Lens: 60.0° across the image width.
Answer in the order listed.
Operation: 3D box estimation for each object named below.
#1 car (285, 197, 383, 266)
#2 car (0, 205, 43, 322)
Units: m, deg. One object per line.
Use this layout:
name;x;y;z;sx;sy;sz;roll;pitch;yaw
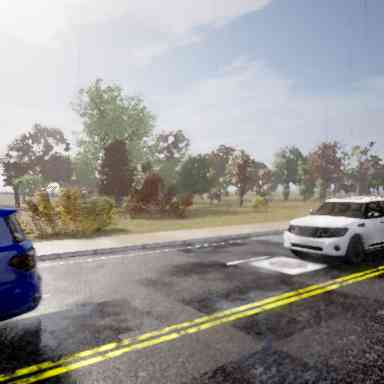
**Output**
car;5.745;1.201;11.865;5.566;2.045;2.150;0;0;-36
car;-4.913;1.243;4.140;5.566;2.045;2.150;-1;1;-36
